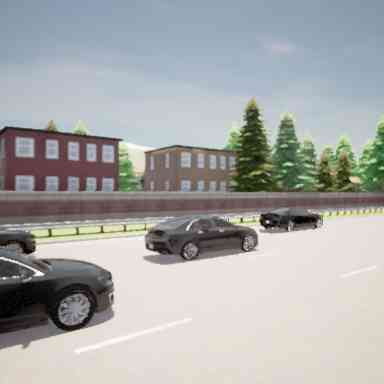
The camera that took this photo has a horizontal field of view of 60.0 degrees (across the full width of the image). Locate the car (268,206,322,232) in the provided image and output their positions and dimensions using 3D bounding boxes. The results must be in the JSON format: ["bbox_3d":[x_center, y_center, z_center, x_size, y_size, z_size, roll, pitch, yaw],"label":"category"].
[{"bbox_3d":[6.616,1.694,21.922,5.008,1.535,1.882,0,-1,-37],"label":"car"}]

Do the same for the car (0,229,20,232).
[{"bbox_3d":[-7.867,1.623,10.972,5.008,1.535,1.882,0,-1,-37],"label":"car"}]

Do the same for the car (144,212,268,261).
[{"bbox_3d":[0.531,1.644,12.934,4.892,1.490,1.837,0,-1,-37],"label":"car"}]

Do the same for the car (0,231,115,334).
[{"bbox_3d":[-3.676,1.577,5.364,4.892,1.490,1.837,0,-1,-37],"label":"car"}]
